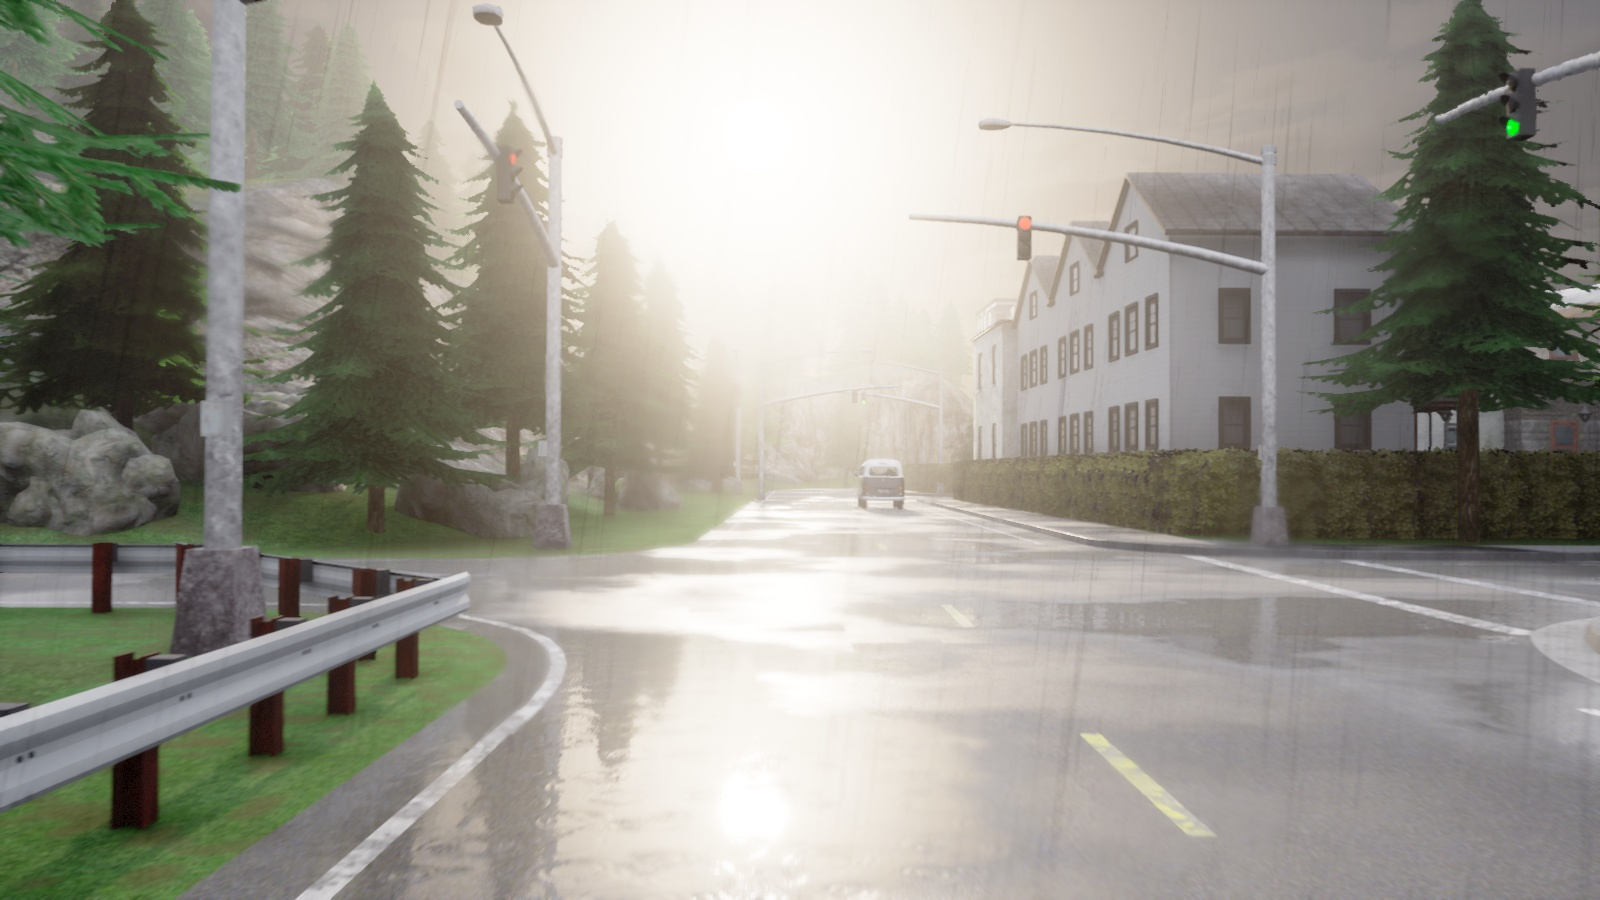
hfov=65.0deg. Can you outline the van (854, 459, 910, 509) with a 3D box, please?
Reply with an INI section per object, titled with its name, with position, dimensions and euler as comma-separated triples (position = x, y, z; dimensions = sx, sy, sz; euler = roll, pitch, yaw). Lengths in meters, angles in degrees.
[van]
position = 3.414, 1.414, 53.106
dimensions = 2.069, 2.038, 4.480
euler = 0, -1, 0
